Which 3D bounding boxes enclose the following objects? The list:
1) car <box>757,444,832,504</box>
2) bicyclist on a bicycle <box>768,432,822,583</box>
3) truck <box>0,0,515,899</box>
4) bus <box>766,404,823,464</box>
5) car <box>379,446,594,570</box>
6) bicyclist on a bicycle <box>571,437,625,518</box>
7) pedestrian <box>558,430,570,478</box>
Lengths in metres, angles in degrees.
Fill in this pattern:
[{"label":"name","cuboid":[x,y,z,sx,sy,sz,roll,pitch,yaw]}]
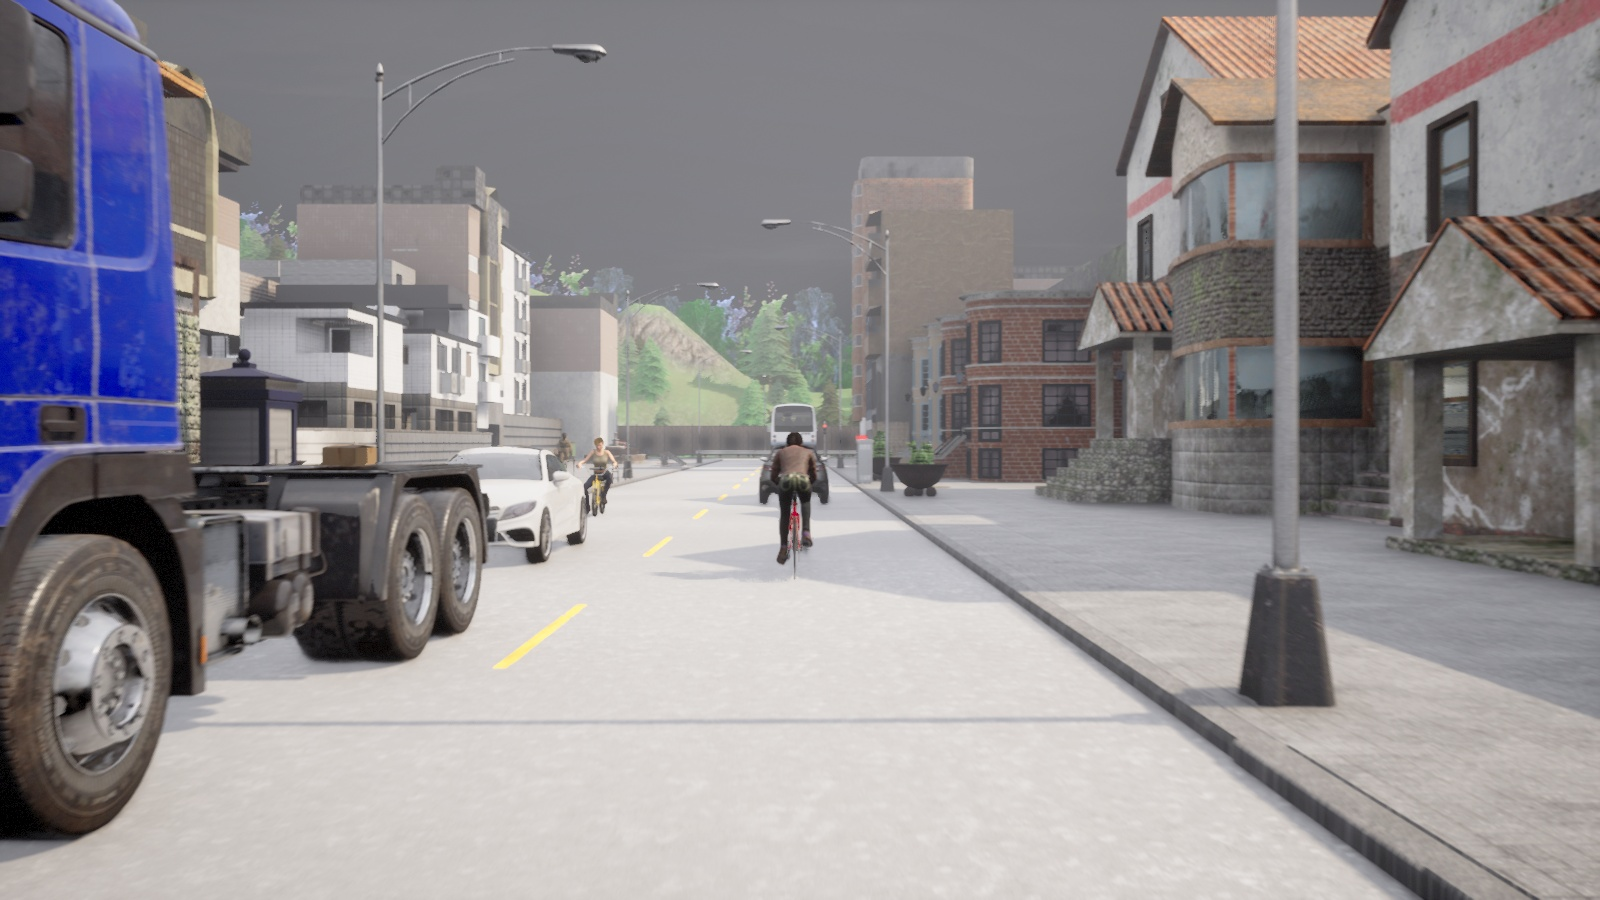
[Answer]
[{"label":"car","cuboid":[-0.139,0.576,32.659,1.816,1.474,4.193,0,0,0]},{"label":"bicyclist on a bicycle","cuboid":[-0.054,0.619,14.298,0.582,1.620,1.656,0,0,0]},{"label":"truck","cuboid":[-4.007,-0.278,7.090,2.891,3.462,7.936,0,0,1]},{"label":"bus","cuboid":[-0.416,-1.157,93.370,3.944,4.253,10.273,0,0,0]},{"label":"car","cuboid":[-4.066,0.673,17.106,1.812,1.442,4.674,0,0,-1]},{"label":"bicyclist on a bicycle","cuboid":[-4.106,0.536,25.626,0.866,1.612,1.509,0,0,0]},{"label":"pedestrian","cuboid":[-9.683,0.157,51.596,0.396,1.930,0.692,0,0,-2]}]
